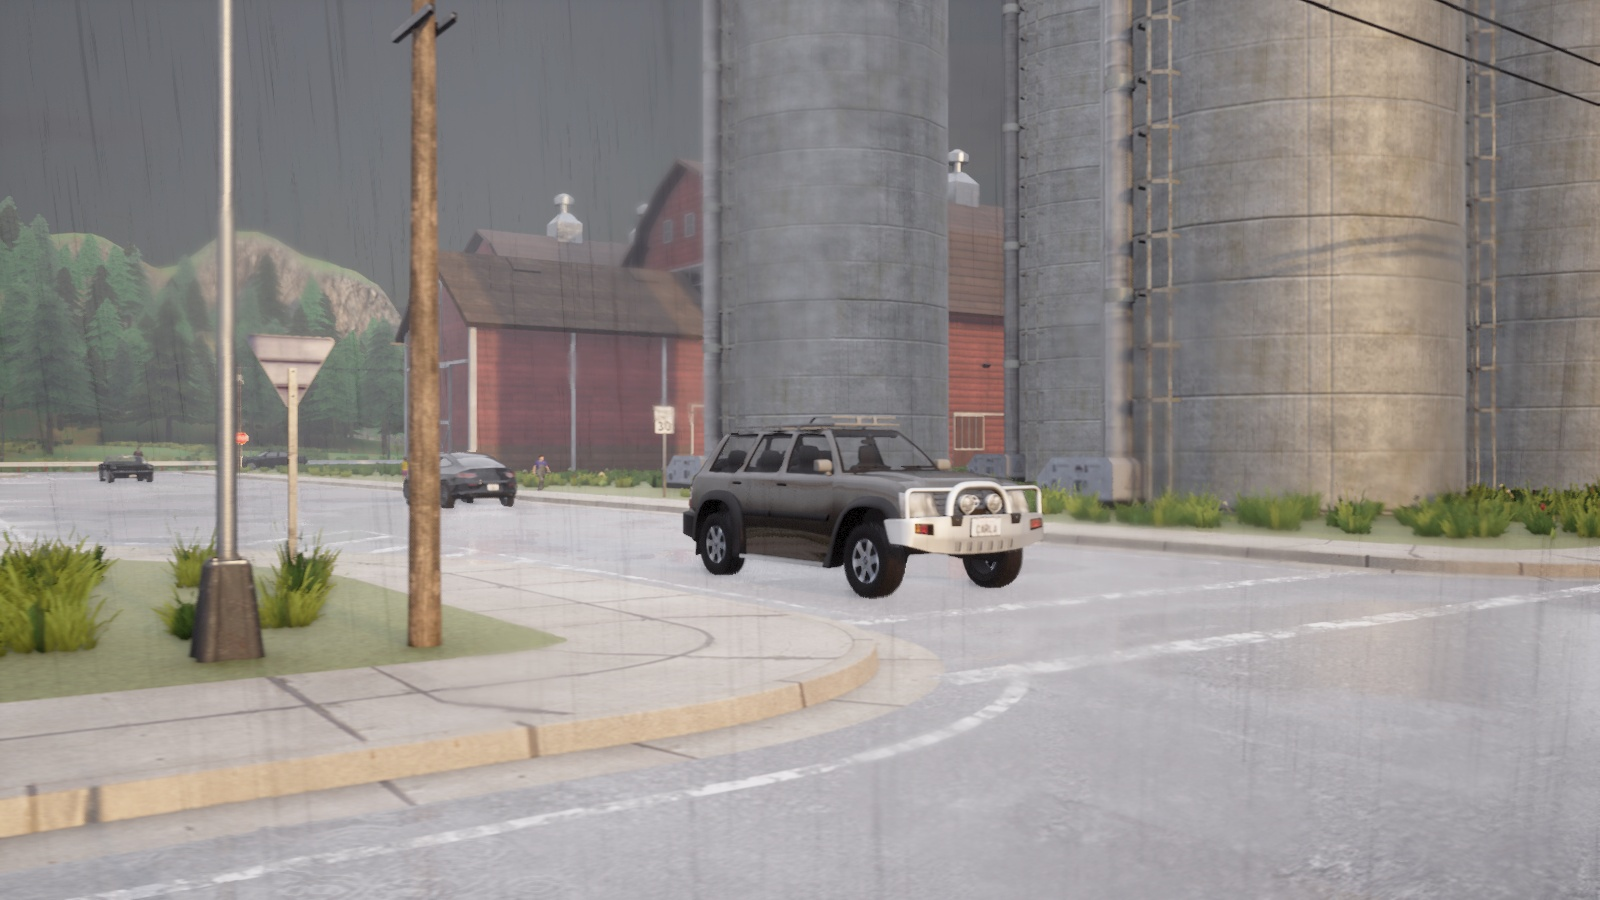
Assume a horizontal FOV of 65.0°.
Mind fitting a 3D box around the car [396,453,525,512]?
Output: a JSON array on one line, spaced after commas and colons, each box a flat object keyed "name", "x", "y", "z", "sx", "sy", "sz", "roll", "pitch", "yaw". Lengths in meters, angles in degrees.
[{"name": "car", "x": -9.197, "y": 0.819, "z": 33.788, "sx": 1.812, "sy": 1.442, "sz": 4.674, "roll": 0, "pitch": 0, "yaw": -36}]

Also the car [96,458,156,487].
[{"name": "car", "x": -32.042, "y": 1.024, "z": 59.646, "sx": 1.895, "sy": 1.301, "sz": 4.718, "roll": 0, "pitch": 0, "yaw": -36}]

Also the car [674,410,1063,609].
[{"name": "car", "x": 0.567, "y": 0.556, "z": 14.159, "sx": 1.932, "sy": 1.855, "sz": 4.605, "roll": 0, "pitch": 0, "yaw": -35}]

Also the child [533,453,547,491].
[{"name": "child", "x": -8.551, "y": 0.724, "z": 41.309, "sx": 0.270, "sy": 1.263, "sz": 0.437, "roll": 0, "pitch": 0, "yaw": -40}]
